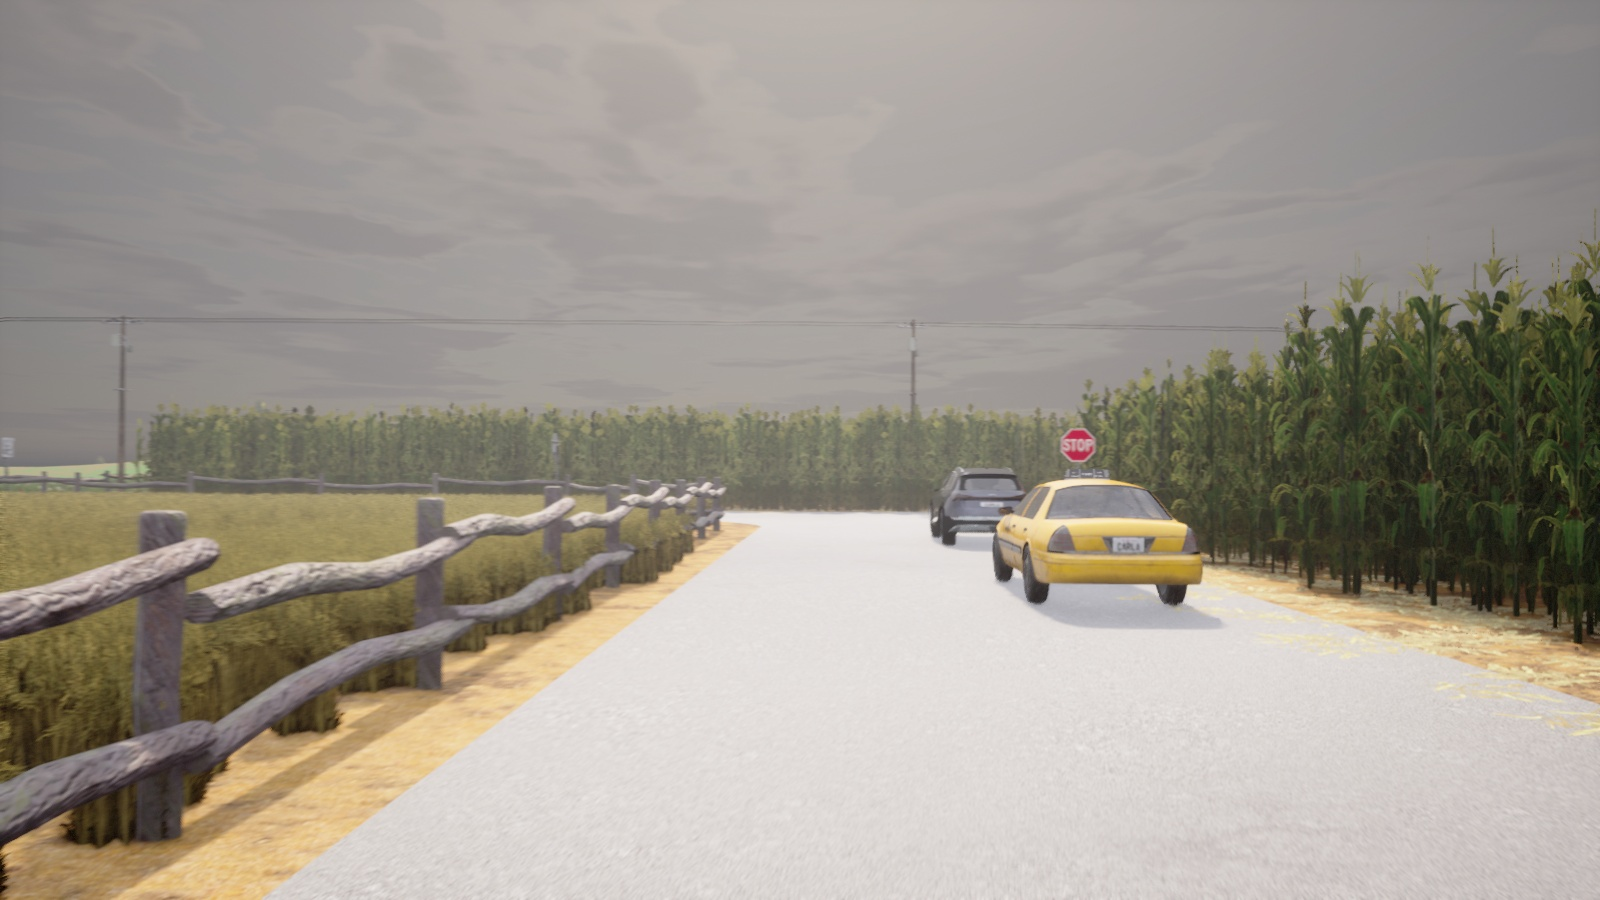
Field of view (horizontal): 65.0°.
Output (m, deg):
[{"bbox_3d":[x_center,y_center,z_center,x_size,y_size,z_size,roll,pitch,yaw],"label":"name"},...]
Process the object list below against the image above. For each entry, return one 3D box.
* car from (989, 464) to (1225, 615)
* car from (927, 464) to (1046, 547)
[{"bbox_3d":[3.600,0.979,15.791,1.801,1.575,5.366,0,-1,2],"label":"car"},{"bbox_3d":[3.984,1.150,27.622,2.033,1.649,4.856,0,0,2],"label":"car"}]
